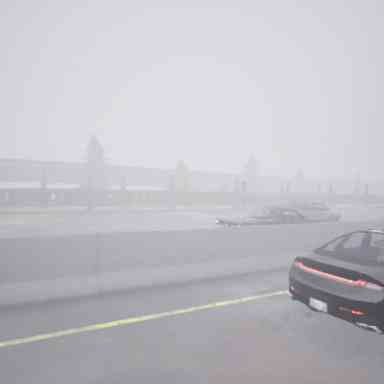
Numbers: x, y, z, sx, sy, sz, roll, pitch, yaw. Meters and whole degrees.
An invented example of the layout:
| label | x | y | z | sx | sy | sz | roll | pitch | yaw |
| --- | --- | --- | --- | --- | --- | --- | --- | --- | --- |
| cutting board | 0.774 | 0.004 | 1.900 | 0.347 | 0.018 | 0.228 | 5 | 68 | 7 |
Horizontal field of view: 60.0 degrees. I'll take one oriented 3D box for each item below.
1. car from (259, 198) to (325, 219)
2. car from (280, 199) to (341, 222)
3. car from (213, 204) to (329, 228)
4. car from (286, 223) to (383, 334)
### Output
| label | x | y | z | sx | sy | sz | roll | pitch | yaw |
| --- | --- | --- | --- | --- | --- | --- | --- | --- | --- |
| car | 7.347 | 1.187 | 24.314 | 4.718 | 1.301 | 1.895 | 1 | 2 | -30 |
| car | 6.649 | 1.280 | 19.883 | 4.718 | 1.301 | 1.895 | 1 | 2 | -30 |
| car | 3.226 | 1.327 | 13.889 | 4.718 | 1.301 | 1.895 | 1 | 2 | -30 |
| car | 3.931 | 1.445 | 5.992 | 4.902 | 1.511 | 2.128 | 1 | 2 | -30 |
